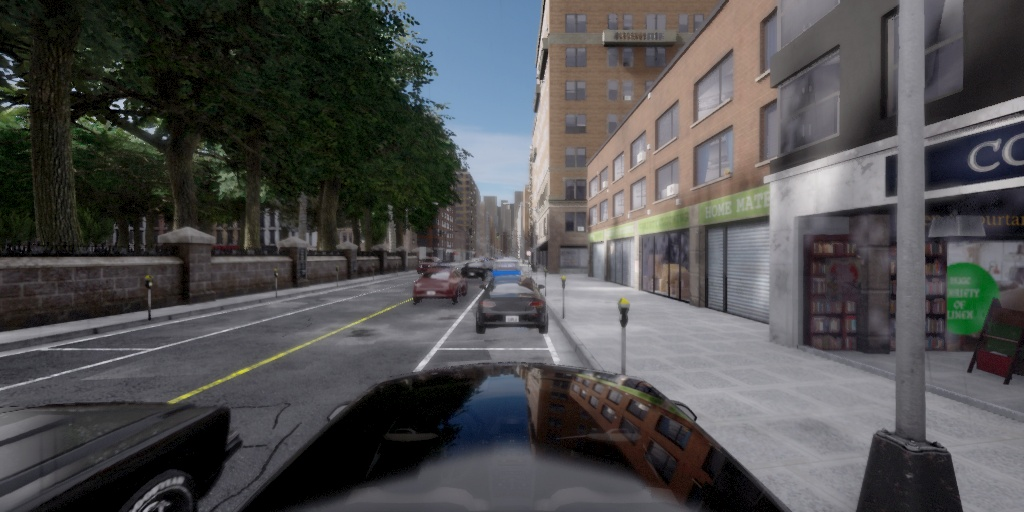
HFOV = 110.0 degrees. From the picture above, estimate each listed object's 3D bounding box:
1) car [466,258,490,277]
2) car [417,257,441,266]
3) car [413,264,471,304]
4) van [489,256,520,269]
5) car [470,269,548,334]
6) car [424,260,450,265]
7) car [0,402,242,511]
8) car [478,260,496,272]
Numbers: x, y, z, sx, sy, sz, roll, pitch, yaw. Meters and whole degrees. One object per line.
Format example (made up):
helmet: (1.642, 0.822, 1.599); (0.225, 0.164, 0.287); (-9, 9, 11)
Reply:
car: (-3.057, 1.213, 30.033); (1.882, 1.535, 5.008); (0, 0, 0)
car: (-8.813, 1.041, 38.791); (2.192, 1.841, 5.009); (0, 0, 0)
car: (-3.141, 1.271, 16.191); (1.812, 1.442, 4.674); (0, 0, 0)
van: (-0.289, 1.083, 21.849); (1.690, 1.789, 3.998); (0, 0, 0)
car: (0.004, 1.274, 10.500); (1.812, 1.442, 4.674); (0, 0, 0)
car: (-6.239, 1.297, 32.325); (1.994, 1.385, 4.181); (0, 0, 0)
car: (-3.053, 1.351, 0.646); (1.895, 1.301, 4.718); (0, 0, 0)
car: (-3.057, 1.281, 45.188); (1.994, 1.385, 4.181); (0, 0, 0)
